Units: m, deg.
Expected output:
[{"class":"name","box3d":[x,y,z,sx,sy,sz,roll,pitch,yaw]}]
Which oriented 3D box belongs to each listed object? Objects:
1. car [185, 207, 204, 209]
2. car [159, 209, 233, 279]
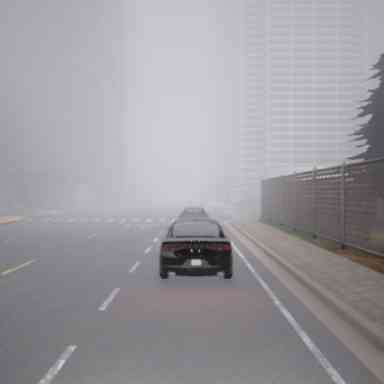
[{"class":"car","box3d":[0.140,1.617,20.614,1.994,1.385,4.181,0,0,3]},{"class":"car","box3d":[0.108,1.504,10.183,1.882,1.535,5.008,0,-1,0]}]
